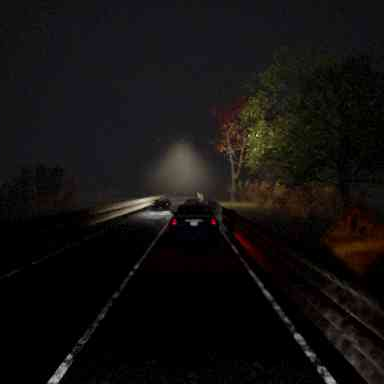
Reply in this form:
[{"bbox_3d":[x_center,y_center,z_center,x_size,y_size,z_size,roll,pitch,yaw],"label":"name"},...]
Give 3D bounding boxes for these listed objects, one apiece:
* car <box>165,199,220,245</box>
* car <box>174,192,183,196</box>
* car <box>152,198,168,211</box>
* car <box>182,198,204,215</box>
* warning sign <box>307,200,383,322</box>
[{"bbox_3d":[0.086,1.259,15.256,2.097,1.767,4.553,0,0,0],"label":"car"},{"bbox_3d":[-3.217,0.708,78.857,1.812,1.442,4.674,0,0,0],"label":"car"},{"bbox_3d":[-3.347,1.363,37.400,1.895,1.301,4.718,0,0,0],"label":"car"},{"bbox_3d":[0.090,1.360,32.235,1.994,1.385,4.181,0,0,0],"label":"car"},{"bbox_3d":[2.831,1.086,5.700,1.300,1.860,1.060,-1,-1,0],"label":"warning sign"}]
